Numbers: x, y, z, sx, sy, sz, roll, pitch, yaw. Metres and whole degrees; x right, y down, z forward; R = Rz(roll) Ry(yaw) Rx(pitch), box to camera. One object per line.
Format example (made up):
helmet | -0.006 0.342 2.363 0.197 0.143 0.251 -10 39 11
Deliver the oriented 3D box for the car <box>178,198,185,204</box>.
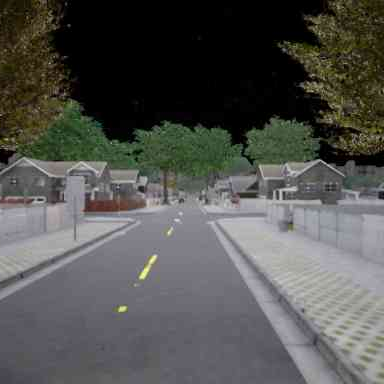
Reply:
car | -2.670 2.380 84.828 1.837 1.490 4.892 0 -1 0
